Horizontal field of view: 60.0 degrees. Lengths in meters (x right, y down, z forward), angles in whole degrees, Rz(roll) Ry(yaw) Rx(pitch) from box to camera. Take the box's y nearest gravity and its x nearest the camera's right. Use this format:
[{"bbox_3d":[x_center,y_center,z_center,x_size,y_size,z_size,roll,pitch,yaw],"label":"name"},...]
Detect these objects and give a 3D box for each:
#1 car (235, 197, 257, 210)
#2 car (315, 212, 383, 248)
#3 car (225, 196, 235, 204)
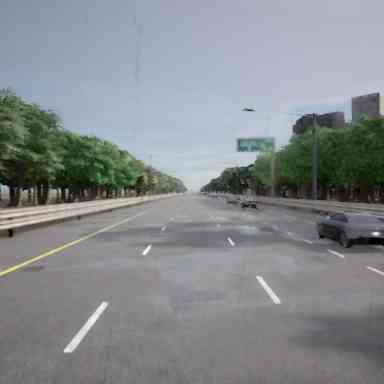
[{"bbox_3d":[7.108,1.486,42.844,1.837,1.490,4.892,0,0,0],"label":"car"},{"bbox_3d":[7.014,1.567,14.690,1.994,1.385,4.181,0,0,0],"label":"car"},{"bbox_3d":[7.192,1.506,60.504,2.033,1.411,5.357,0,0,0],"label":"car"}]
